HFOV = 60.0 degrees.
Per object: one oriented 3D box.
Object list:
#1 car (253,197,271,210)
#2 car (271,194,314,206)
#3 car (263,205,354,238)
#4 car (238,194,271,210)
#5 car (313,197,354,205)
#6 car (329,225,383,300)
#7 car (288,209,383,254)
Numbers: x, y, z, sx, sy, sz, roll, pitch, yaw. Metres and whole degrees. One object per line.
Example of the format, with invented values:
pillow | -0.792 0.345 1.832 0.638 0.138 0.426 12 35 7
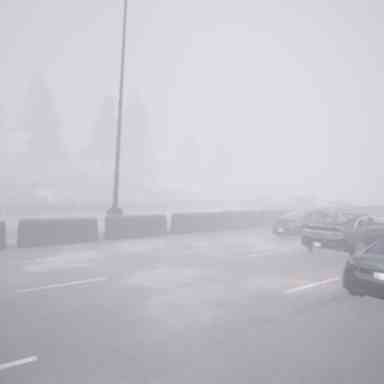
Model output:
car | 10.128 1.651 41.296 4.181 1.385 1.994 0 0 -35
car | 12.136 1.308 38.433 5.566 2.045 2.150 0 0 -35
car | 5.949 1.565 16.585 4.674 1.442 1.812 0 0 -35
car | 8.741 1.310 44.600 5.566 2.045 2.150 0 0 -35
car | 16.016 1.571 36.895 5.008 1.535 1.882 0 0 -35
car | 5.265 1.587 7.501 4.181 1.385 1.994 0 0 -35
car | 6.112 1.524 12.404 4.902 1.511 2.128 0 0 -36
